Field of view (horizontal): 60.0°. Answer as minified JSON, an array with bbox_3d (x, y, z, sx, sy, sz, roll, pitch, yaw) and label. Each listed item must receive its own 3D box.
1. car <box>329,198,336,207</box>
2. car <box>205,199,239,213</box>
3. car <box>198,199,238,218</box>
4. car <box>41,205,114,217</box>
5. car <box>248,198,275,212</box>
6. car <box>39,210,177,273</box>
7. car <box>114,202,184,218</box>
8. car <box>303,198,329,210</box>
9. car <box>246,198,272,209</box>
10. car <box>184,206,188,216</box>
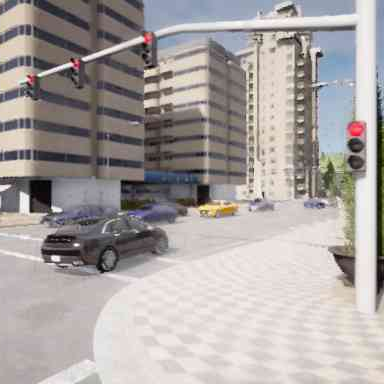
[{"bbox_3d":[22.140,1.643,52.672,1.895,1.301,4.718,0,0,32],"label":"car"},{"bbox_3d":[3.579,1.557,38.513,1.812,1.442,4.674,0,0,35],"label":"car"},{"bbox_3d":[2.448,1.513,30.853,1.882,1.535,5.008,0,0,35],"label":"car"},{"bbox_3d":[-7.515,1.578,22.804,2.033,1.411,5.357,0,0,35],"label":"car"},{"bbox_3d":[8.211,1.562,38.993,1.812,1.442,4.674,0,0,35],"label":"car"},{"bbox_3d":[-2.565,1.539,10.996,1.837,1.490,4.892,-3,-2,25],"label":"car"},{"bbox_3d":[-2.861,1.561,23.294,1.812,1.442,4.674,0,0,35],"label":"car"},{"bbox_3d":[16.268,1.519,44.033,1.882,1.535,5.008,0,0,35],"label":"car"},{"bbox_3d":[9.554,1.558,46.919,1.812,1.442,4.674,0,0,36],"label":"car"},{"bbox_3d":[-2.194,1.595,30.343,1.994,1.385,4.181,0,0,35],"label":"car"}]
